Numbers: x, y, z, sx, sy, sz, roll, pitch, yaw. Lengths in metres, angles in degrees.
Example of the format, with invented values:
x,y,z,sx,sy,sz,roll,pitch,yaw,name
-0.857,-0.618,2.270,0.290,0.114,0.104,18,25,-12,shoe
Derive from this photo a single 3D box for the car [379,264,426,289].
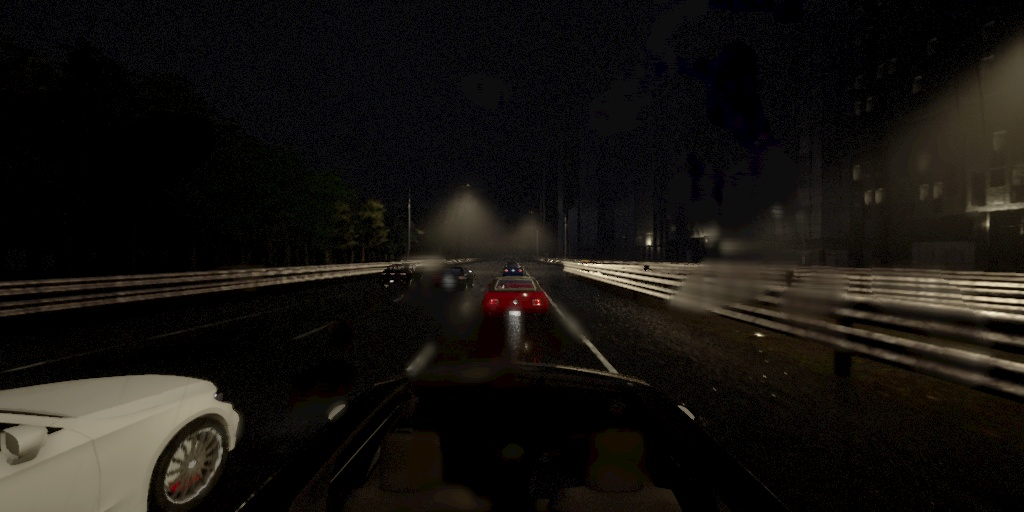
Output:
x,y,z,sx,sy,sz,roll,pitch,yaw,name
-6.896,1.247,23.002,2.128,1.511,4.902,0,0,0,car

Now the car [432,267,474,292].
x,y,z,sx,sy,sz,roll,pitch,yaw,name
-3.398,1.318,21.333,1.994,1.385,4.181,0,0,0,car

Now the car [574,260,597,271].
x,y,z,sx,sy,sz,roll,pitch,yaw,name
9.442,1.285,45.353,1.882,1.535,5.008,0,0,-13,car

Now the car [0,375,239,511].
x,y,z,sx,sy,sz,roll,pitch,yaw,name
-3.402,1.276,1.297,1.812,1.442,4.674,0,0,0,car

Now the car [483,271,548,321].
x,y,z,sx,sy,sz,roll,pitch,yaw,name
0.100,1.352,12.422,1.895,1.301,4.718,0,0,0,car

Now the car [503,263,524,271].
x,y,z,sx,sy,sz,roll,pitch,yaw,name
0.102,1.309,33.515,2.033,1.411,5.357,0,0,0,car
